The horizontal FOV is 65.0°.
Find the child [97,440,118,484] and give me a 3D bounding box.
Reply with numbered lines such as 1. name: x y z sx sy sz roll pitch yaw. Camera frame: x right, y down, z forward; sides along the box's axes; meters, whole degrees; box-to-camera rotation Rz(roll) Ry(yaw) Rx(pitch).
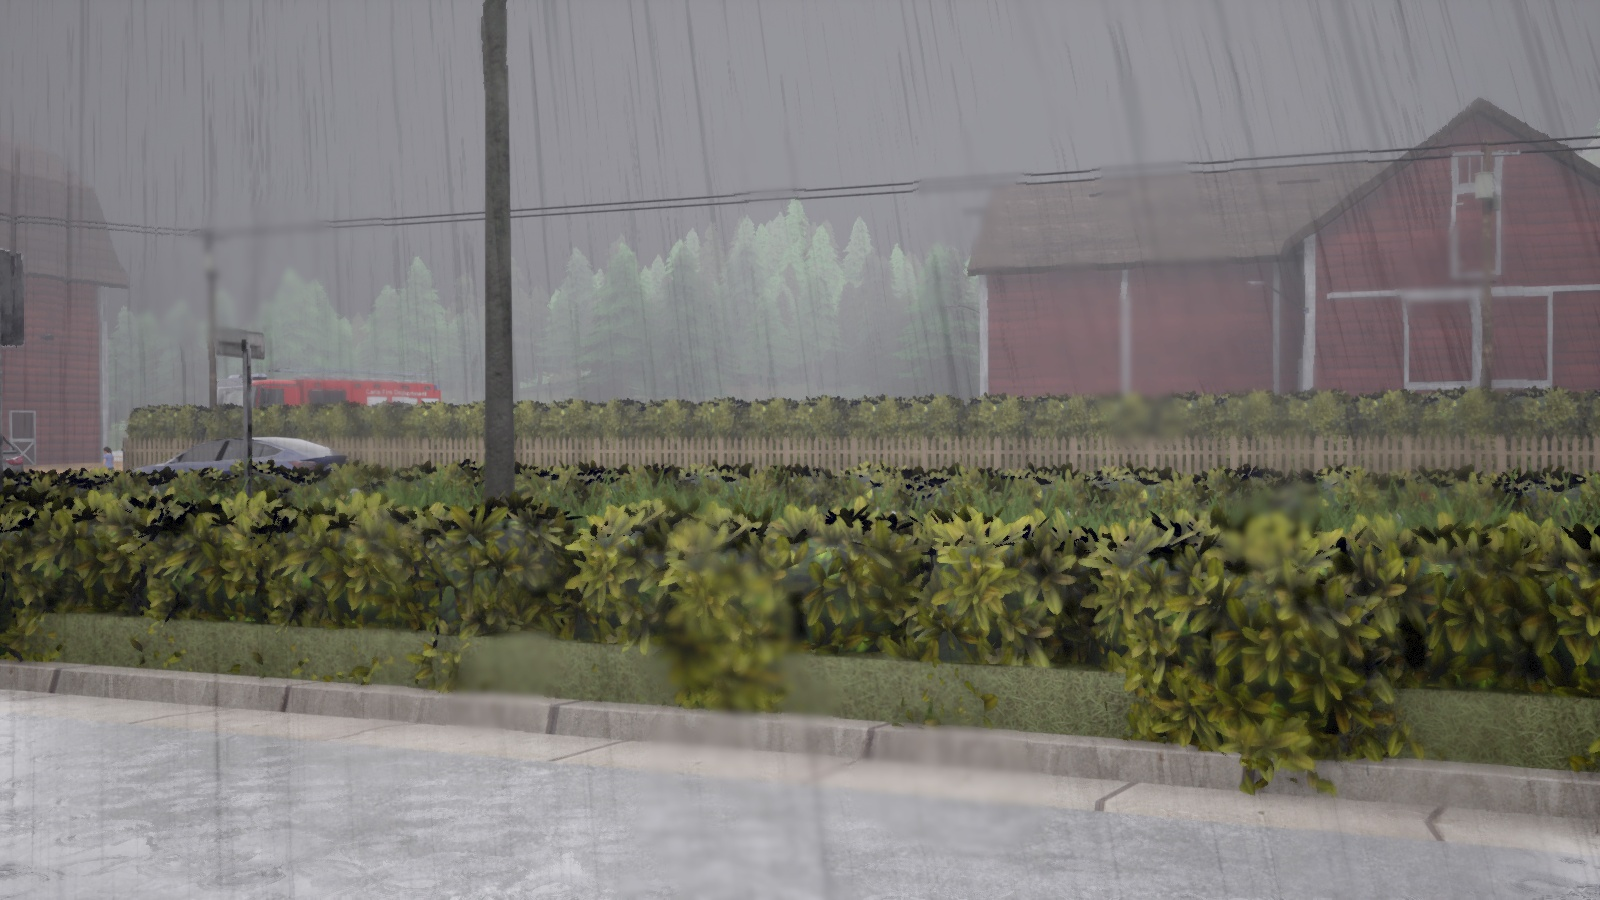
1. child: -17.316 0.297 31.411 0.394 1.110 0.255 1 1 20

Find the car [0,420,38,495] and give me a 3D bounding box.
1. car: -19.855 0.140 28.640 4.611 1.667 2.242 1 1 29

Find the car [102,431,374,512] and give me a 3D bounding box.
1. car: -11.297 0.381 25.299 4.792 1.488 2.163 1 1 18

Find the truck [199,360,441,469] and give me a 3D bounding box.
1. truck: -18.321 -1.330 48.543 2.891 3.827 8.468 1 1 38
